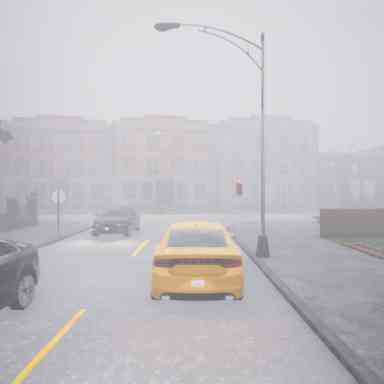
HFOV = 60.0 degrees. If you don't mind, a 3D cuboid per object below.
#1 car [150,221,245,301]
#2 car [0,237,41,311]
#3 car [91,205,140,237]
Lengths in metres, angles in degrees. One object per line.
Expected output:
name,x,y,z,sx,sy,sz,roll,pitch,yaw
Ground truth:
car,0.110,1.476,8.396,1.882,1.535,5.008,0,0,0
car,-4.086,1.489,5.016,2.128,1.511,4.902,0,0,0
car,-3.992,1.503,18.015,1.837,1.490,4.892,0,0,0
